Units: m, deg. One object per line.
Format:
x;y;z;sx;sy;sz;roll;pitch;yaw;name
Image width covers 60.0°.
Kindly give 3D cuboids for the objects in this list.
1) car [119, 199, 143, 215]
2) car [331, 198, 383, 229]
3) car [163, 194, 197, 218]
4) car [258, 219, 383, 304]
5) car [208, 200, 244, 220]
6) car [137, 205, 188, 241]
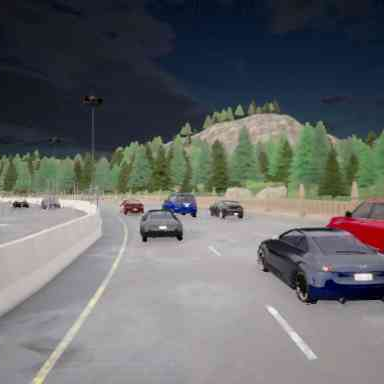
-6.238;1.505;34.103;1.882;1.535;5.008;0;0;-19;car
6.388;1.197;10.434;2.150;2.045;5.566;0;0;-5;car
-1.182;1.229;30.114;2.150;2.045;5.566;0;0;-17;car
3.032;1.553;8.190;1.994;1.385;4.181;0;0;-5;car
2.840;1.497;28.643;1.837;1.490;4.892;0;0;-16;car
-1.657;1.572;16.982;1.994;1.385;4.181;0;0;-10;car
